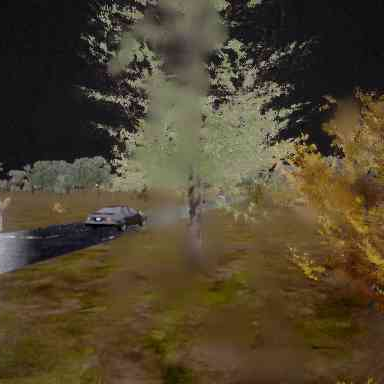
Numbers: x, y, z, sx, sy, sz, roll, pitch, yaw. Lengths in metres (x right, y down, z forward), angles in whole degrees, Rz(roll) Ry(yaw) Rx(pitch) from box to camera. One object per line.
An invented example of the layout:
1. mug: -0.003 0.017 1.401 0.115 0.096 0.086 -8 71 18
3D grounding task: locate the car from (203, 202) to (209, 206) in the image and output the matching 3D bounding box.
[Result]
1. car: 3.704 1.390 53.137 2.128 1.511 4.902 0 0 15

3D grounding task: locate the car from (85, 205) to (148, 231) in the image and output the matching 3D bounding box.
1. car: -4.462 1.517 20.459 2.033 1.411 5.357 0 0 14
